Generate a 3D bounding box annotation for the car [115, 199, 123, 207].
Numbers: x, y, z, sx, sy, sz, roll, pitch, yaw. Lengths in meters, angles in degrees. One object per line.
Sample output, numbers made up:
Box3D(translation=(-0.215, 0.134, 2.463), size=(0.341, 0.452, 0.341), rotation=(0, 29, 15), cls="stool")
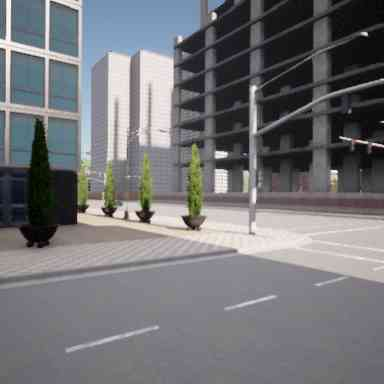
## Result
Box3D(translation=(-13.410, 1.841, 57.064), size=(1.994, 1.385, 4.181), rotation=(1, 0, -35), cls="car")
